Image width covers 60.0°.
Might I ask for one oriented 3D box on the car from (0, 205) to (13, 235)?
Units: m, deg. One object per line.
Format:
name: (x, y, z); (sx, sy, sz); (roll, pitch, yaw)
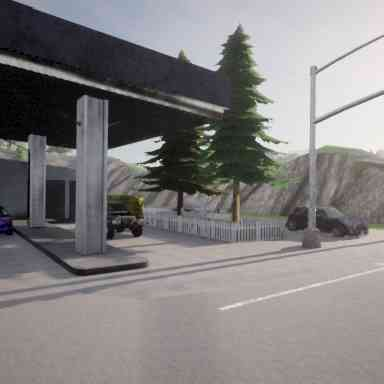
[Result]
car: (-11.442, 1.524, 18.627); (2.242, 1.667, 4.611); (1, 0, -35)

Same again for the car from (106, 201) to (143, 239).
car: (-4.313, 1.448, 18.354); (1.905, 1.878, 3.866); (1, 0, -35)

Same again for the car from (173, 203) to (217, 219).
car: (0.150, 1.751, 31.113); (2.033, 1.411, 5.357); (1, 0, -35)

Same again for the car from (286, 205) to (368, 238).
car: (7.972, 1.647, 19.872); (2.097, 1.767, 4.553); (1, 0, -35)
